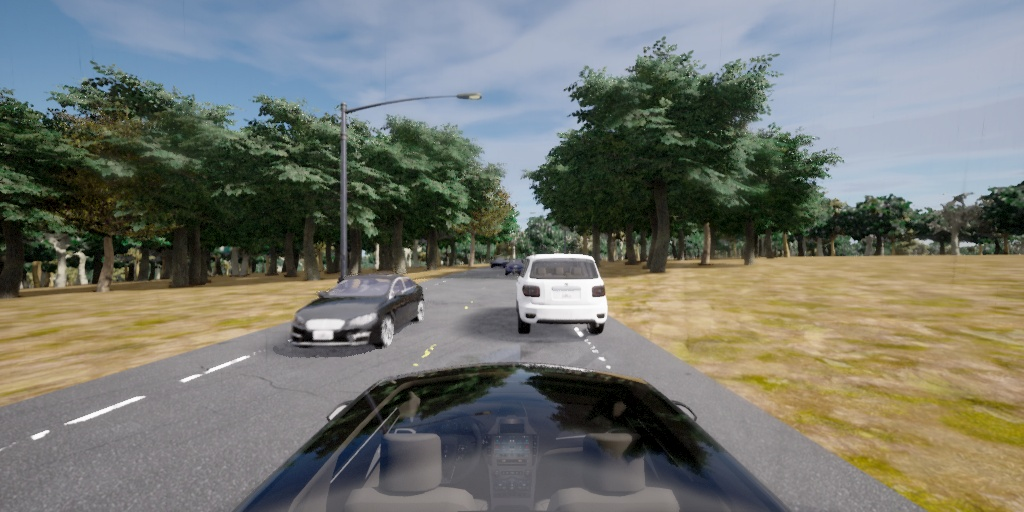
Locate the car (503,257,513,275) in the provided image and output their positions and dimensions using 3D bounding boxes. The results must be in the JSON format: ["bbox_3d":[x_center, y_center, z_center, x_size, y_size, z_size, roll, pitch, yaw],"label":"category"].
[{"bbox_3d":[0.510,1.039,37.690,2.097,1.767,4.553,0,0,3],"label":"car"}]

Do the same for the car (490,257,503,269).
[{"bbox_3d":[-1.863,0.965,53.034,2.097,1.767,4.553,0,0,7],"label":"car"}]

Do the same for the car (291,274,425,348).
[{"bbox_3d":[-3.599,1.241,9.282,2.128,1.511,4.902,0,0,0],"label":"car"}]

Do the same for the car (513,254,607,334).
[{"bbox_3d":[1.224,0.973,10.758,2.150,2.045,5.566,0,0,0],"label":"car"}]
